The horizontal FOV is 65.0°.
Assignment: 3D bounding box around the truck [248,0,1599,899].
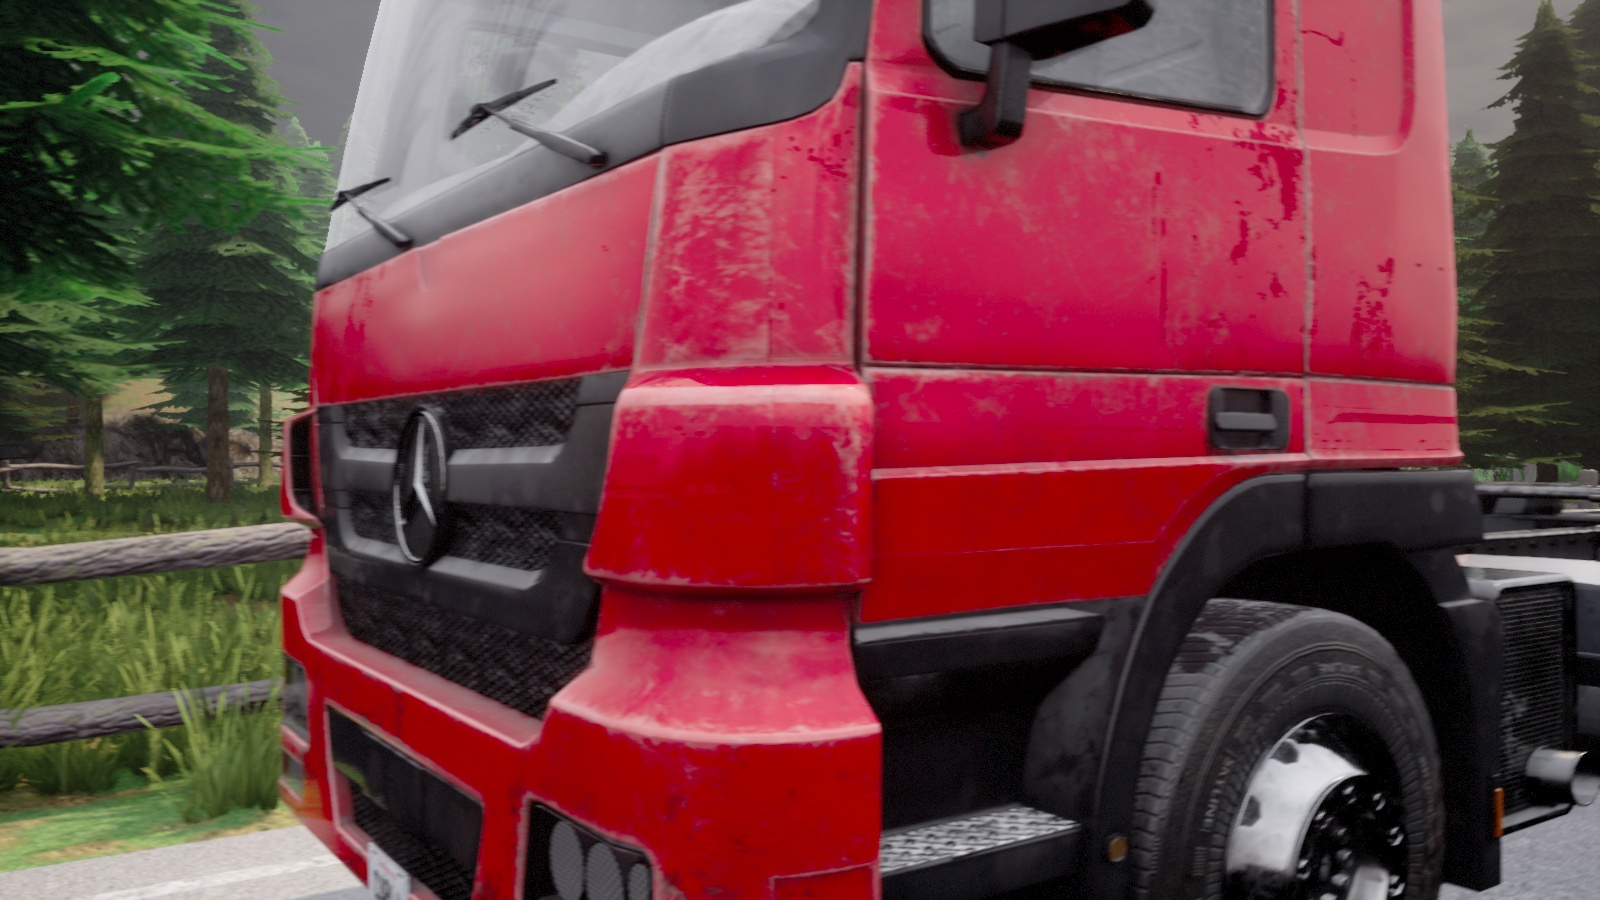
[{"bbox_3d":[2.263,-0.229,5.223,7.936,3.462,2.891,0,0,-35],"label":"truck"}]
